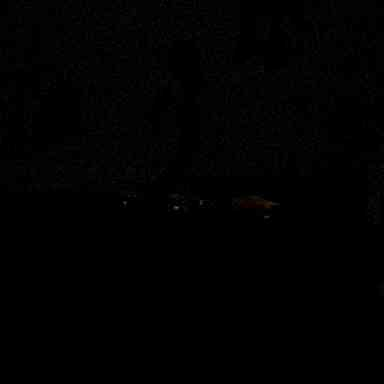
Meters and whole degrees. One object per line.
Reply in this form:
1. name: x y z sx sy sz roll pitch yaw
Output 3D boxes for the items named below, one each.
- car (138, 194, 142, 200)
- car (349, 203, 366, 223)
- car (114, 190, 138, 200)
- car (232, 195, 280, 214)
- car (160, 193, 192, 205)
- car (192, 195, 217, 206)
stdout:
1. car: -10.826 0.623 59.203 2.033 1.411 5.357 1 1 -35
2. car: 12.703 1.310 21.182 1.882 1.535 5.008 1 0 -36
3. car: -11.358 0.409 55.071 1.837 1.490 4.892 1 1 -36
4. car: 5.851 1.100 30.784 1.882 1.535 5.008 1 1 -36
5. car: -2.393 0.898 42.352 1.812 1.442 4.674 1 0 -36
6. car: 1.039 1.030 42.605 1.895 1.301 4.718 1 1 -36
